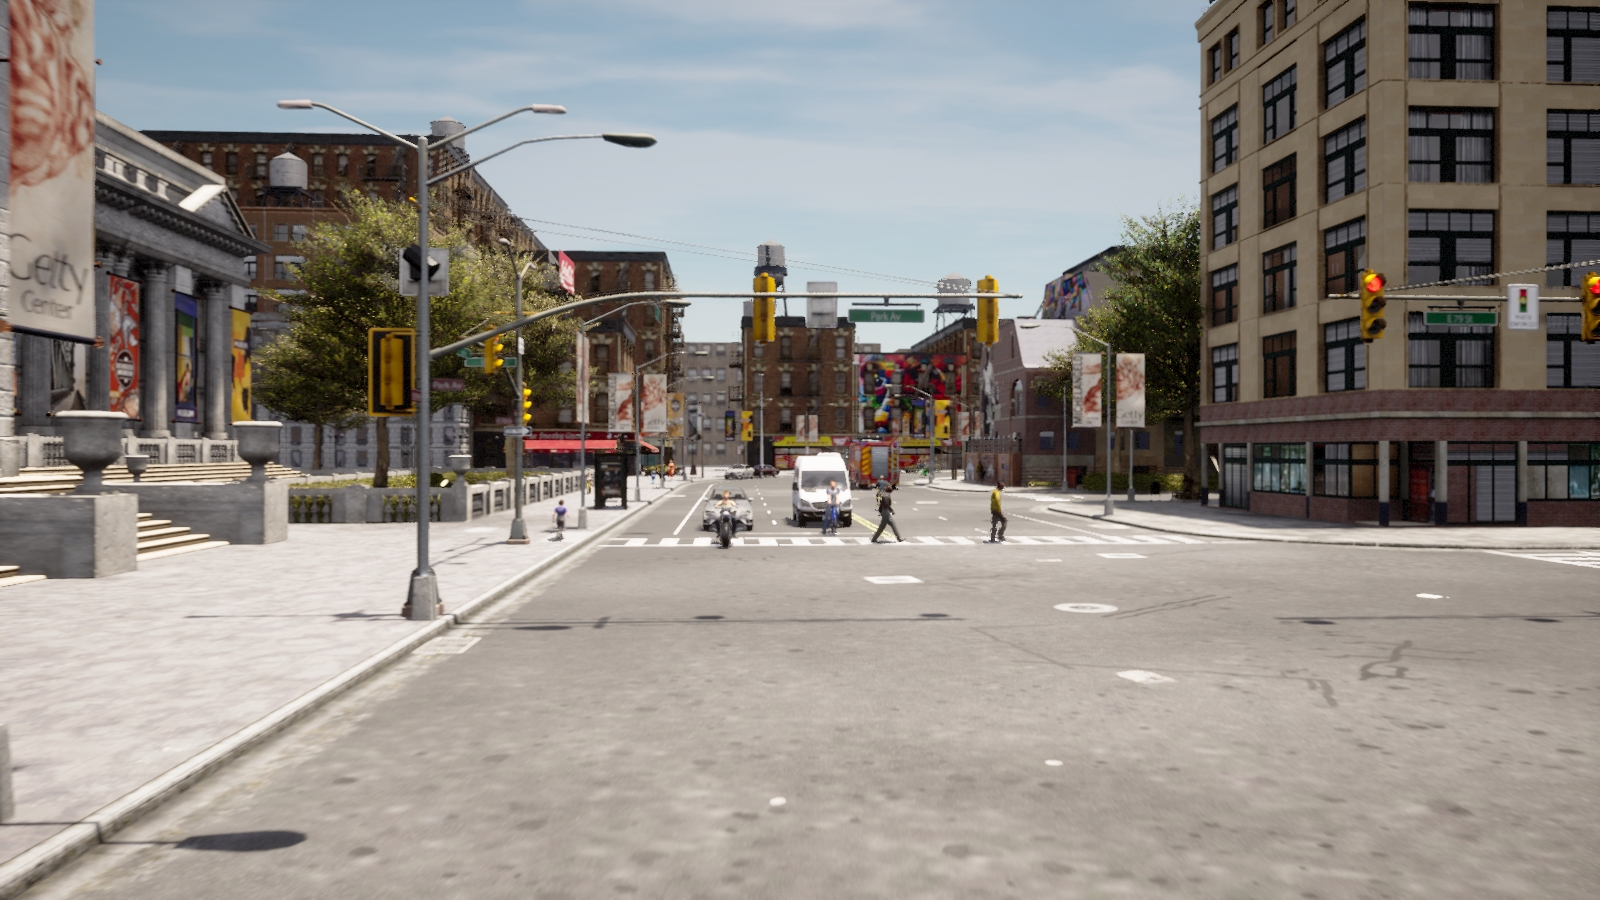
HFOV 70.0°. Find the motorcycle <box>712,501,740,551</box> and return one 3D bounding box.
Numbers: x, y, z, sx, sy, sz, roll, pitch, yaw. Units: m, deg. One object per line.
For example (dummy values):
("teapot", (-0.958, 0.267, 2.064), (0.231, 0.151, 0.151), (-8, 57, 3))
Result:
("motorcycle", (-2.131, 2.169, 33.144), (0.764, 1.277, 2.356), (0, 0, -3))

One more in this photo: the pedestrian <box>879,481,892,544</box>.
("pedestrian", (2.547, 1.849, 34.040), (0.375, 1.860, 0.375), (0, 0, 2))

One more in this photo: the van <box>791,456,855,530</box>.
("van", (0.804, 1.533, 43.539), (1.988, 2.561, 5.915), (0, 0, -3))

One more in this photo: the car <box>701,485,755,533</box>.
("car", (-2.556, 2.065, 40.772), (1.816, 1.474, 4.193), (0, 0, -3))

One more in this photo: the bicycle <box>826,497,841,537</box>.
("bicycle", (1.105, 2.206, 37.876), (0.373, 1.196, 1.643), (0, 0, -3))

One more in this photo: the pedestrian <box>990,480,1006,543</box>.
("pedestrian", (5.926, 1.849, 34.237), (0.375, 1.860, 0.375), (0, 0, -7))

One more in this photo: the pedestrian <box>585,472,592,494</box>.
("pedestrian", (-12.547, 1.974, 67.796), (0.375, 1.300, 0.375), (0, 0, -9))

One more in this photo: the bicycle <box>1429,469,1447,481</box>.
("bicycle", (58.966, 2.267, 105.597), (0.859, 1.080, 1.487), (0, 0, 0))

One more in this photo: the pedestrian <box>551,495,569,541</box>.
("pedestrian", (-6.964, 1.975, 33.165), (0.375, 1.300, 0.375), (0, 0, 20))
